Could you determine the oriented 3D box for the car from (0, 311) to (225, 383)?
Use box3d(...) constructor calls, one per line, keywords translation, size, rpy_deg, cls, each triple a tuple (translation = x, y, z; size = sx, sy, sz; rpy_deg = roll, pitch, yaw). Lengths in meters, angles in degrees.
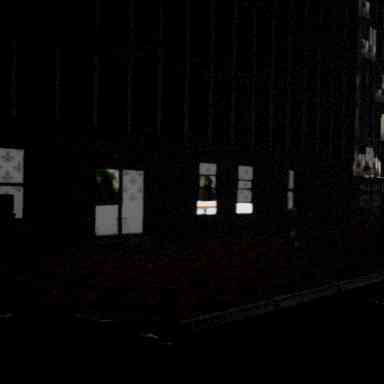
box3d(translation=(-1.624, 1.513, 1.840), size=(4.206, 1.307, 1.802), rpy_deg=(1, 1, -34), cls="car")
